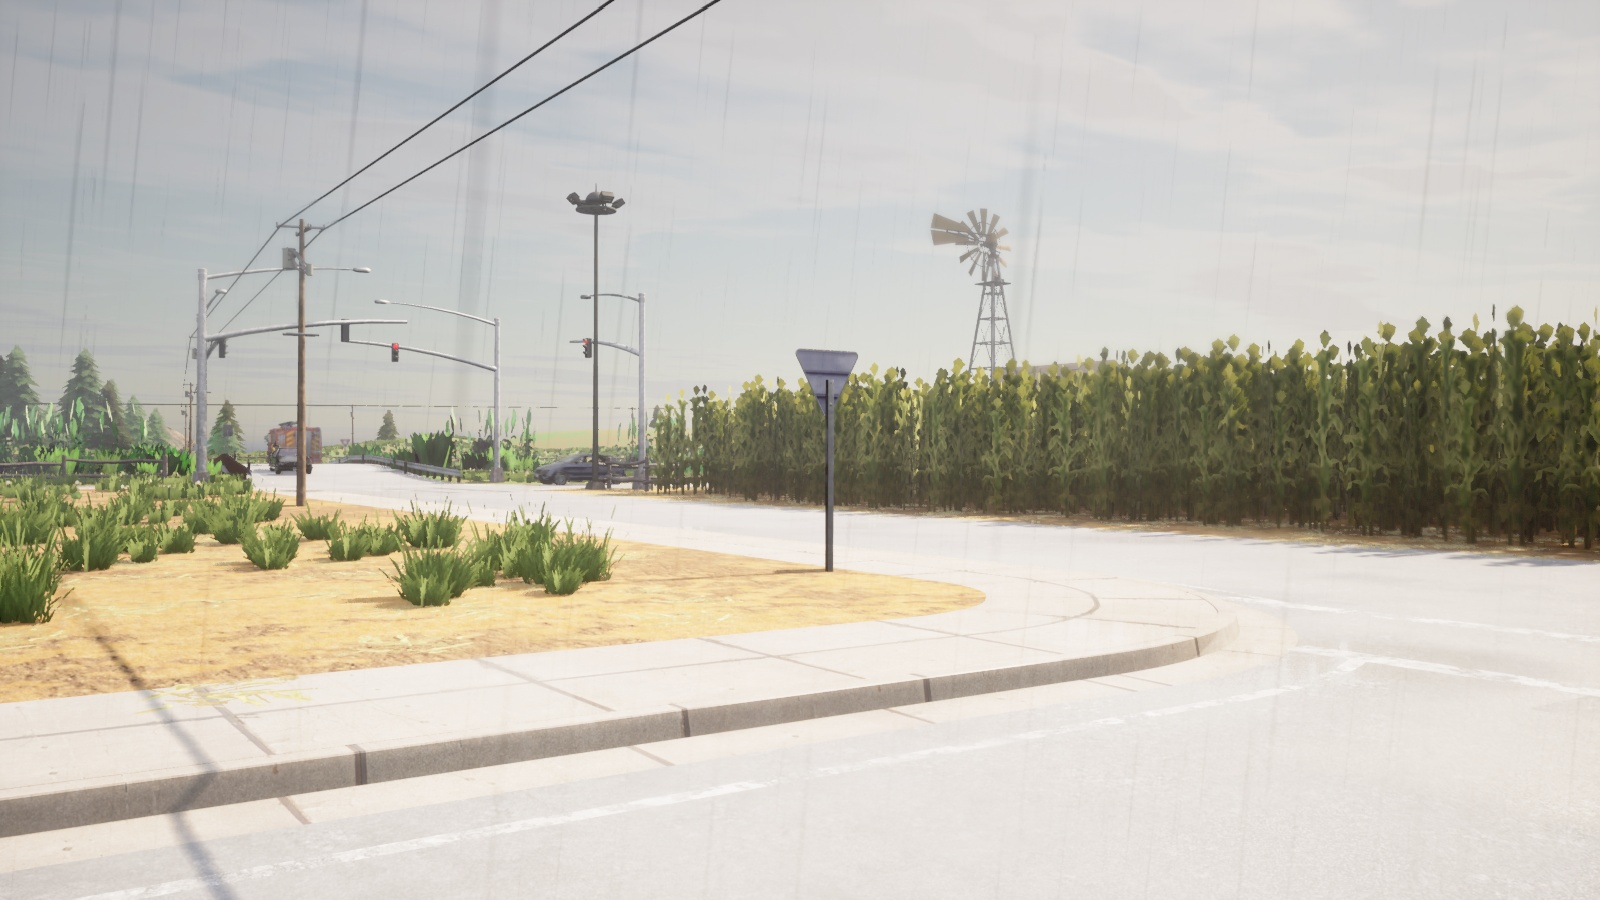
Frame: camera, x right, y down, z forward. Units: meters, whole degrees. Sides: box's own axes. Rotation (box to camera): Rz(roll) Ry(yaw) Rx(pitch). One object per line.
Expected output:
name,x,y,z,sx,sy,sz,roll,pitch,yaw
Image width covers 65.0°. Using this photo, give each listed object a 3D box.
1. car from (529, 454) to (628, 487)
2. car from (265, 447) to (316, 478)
car,-10.326,0.950,58.611,4.193,1.474,1.816,0,0,-35
car,-28.228,0.655,69.513,2.033,1.411,5.357,0,3,-28
